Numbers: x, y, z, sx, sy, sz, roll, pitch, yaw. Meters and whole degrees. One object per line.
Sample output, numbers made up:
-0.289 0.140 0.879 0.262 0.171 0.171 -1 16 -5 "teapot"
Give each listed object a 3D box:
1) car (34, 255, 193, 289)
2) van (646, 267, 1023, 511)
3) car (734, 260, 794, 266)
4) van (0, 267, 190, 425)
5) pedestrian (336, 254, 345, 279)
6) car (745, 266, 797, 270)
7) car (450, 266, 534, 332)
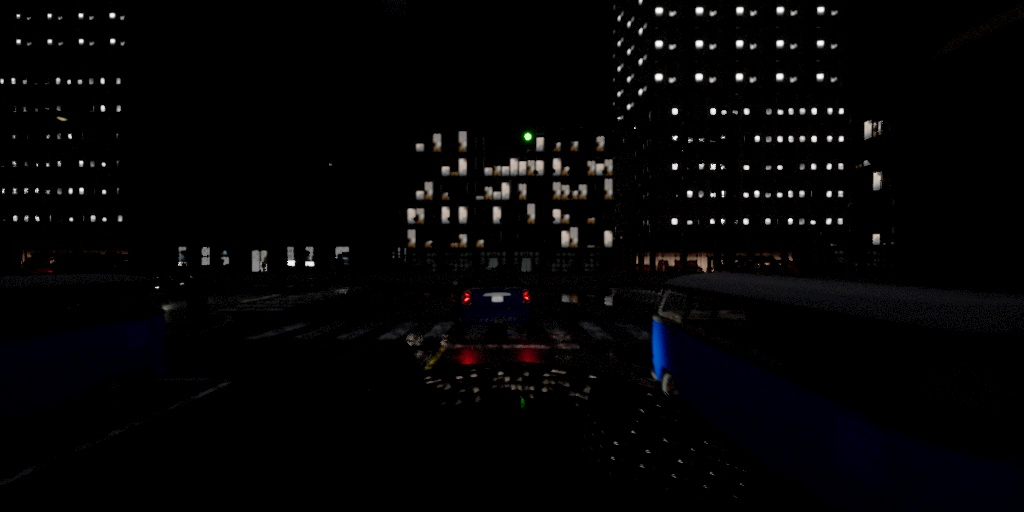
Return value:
-18.445 0.955 17.061 5.566 2.045 2.150 0 1 0 "car"
2.689 1.095 3.322 1.690 1.789 3.998 0 0 0 "van"
15.236 1.152 22.658 5.009 1.841 2.192 0 0 0 "car"
-5.692 1.096 3.352 1.690 1.789 3.998 0 0 0 "van"
-12.390 0.711 25.758 0.375 1.860 0.375 0 0 0 "pedestrian"
14.677 1.427 20.063 4.181 1.385 1.994 0 1 0 "car"
-0.799 1.172 11.387 2.097 1.767 4.553 0 -1 -11 "car"
